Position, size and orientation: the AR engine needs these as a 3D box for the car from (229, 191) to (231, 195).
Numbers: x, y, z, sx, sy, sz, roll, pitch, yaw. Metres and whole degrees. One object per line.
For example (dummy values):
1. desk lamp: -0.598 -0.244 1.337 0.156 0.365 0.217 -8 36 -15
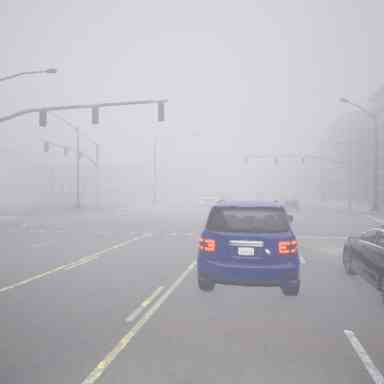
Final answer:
1. car: 6.834 0.741 67.926 2.150 2.045 5.566 0 1 12

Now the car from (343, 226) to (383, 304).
1. car: 4.806 1.492 7.432 2.128 1.511 4.902 0 0 11

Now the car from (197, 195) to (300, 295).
1. car: 1.544 1.221 8.964 2.150 2.045 5.566 0 0 11

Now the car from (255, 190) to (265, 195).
1. car: 15.504 0.904 75.469 1.994 1.385 4.181 0 1 11

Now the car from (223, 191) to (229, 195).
1. car: 4.701 0.926 57.693 2.150 2.045 5.566 0 1 12

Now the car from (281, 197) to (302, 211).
1. car: 12.284 1.399 41.432 2.128 1.511 4.902 0 1 12

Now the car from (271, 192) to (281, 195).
1. car: 19.174 0.689 75.966 2.097 1.767 4.553 0 1 11

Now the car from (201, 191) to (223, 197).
1. car: 2.643 1.079 47.512 2.150 2.045 5.566 0 1 11
